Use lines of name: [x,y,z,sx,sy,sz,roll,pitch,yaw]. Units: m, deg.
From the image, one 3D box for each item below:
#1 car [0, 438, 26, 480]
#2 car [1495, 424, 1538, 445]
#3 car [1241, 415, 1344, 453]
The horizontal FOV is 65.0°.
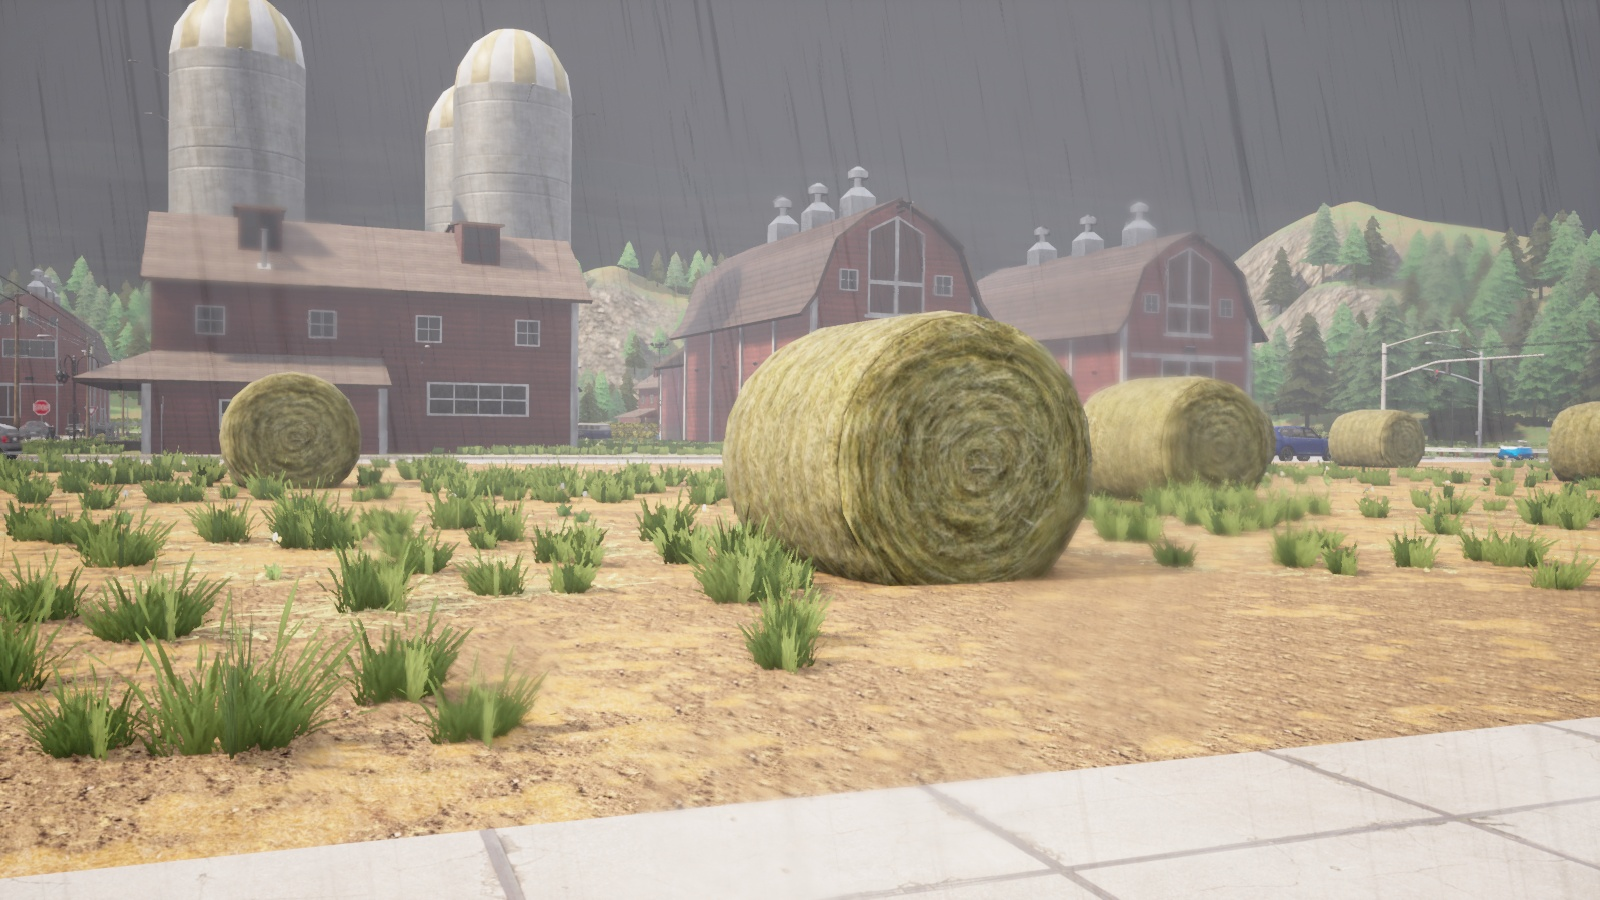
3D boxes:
car: [-31.734,0.356,47.549,3.705,1.549,1.789,-1,1,-13]
car: [47.652,-1.006,83.568,2.207,1.376,1.481,-1,1,-25]
car: [27.680,-0.921,70.506,5.566,2.045,2.150,-1,1,-25]
